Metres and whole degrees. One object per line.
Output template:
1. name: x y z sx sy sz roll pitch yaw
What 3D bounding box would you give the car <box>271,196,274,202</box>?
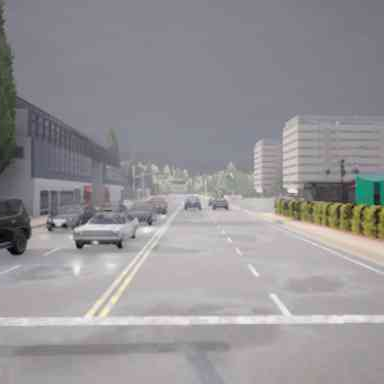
1. car: 17.782 1.095 64.678 4.605 1.855 1.932 0 0 -2

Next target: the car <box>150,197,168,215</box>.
1. car: -3.577 1.322 33.817 2.097 1.767 4.553 0 0 0

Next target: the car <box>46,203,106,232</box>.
1. car: -7.095 1.474 20.187 2.128 1.511 4.902 0 0 0

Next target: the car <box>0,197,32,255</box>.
1. car: -7.111 1.212 10.298 2.150 2.045 5.566 0 0 1

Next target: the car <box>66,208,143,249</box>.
1. car: -3.598 1.588 14.639 1.895 1.301 4.718 0 0 0

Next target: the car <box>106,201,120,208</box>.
1. car: -7.084 1.537 30.144 1.994 1.385 4.181 0 0 0

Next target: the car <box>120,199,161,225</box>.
1. car: -3.593 1.483 23.953 1.837 1.490 4.892 0 0 0

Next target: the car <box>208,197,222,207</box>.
1. car: 3.510 1.479 51.789 1.812 1.442 4.674 0 0 0

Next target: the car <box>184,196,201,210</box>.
1. car: 0.105 1.314 42.000 2.097 1.767 4.553 0 0 0

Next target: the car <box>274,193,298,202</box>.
1. car: 17.801 1.101 61.784 3.866 1.878 1.905 0 0 -2

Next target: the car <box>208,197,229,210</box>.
1. car: 3.508 1.454 41.514 2.128 1.511 4.902 0 0 0

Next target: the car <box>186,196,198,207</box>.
1. car: 0.013 1.431 51.780 1.882 1.535 5.008 0 0 0
